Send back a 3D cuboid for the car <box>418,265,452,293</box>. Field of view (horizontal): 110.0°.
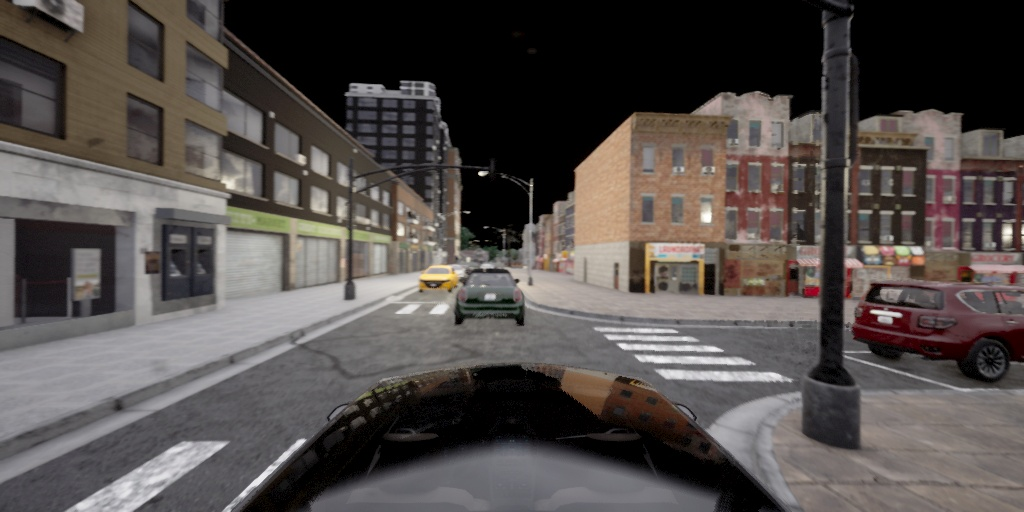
[{"bbox_3d":[-4.397,1.327,21.953,1.882,1.535,5.008,1,-1,-3],"label":"car"}]

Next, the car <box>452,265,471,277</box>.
[{"bbox_3d":[-5.757,1.670,41.381,1.895,1.301,4.718,1,-1,-4],"label":"car"}]

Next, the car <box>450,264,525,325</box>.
[{"bbox_3d":[-0.770,1.181,12.398,2.097,1.767,4.553,1,0,-4],"label":"car"}]

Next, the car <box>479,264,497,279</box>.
[{"bbox_3d":[-2.621,1.595,38.591,1.812,1.442,4.674,1,-1,-4],"label":"car"}]

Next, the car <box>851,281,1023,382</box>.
[{"bbox_3d":[10.253,1.507,7.745,5.009,1.841,2.192,0,0,-4],"label":"car"}]

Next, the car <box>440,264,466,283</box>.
[{"bbox_3d":[-5.057,1.468,31.345,1.812,1.442,4.674,1,-1,-4],"label":"car"}]
